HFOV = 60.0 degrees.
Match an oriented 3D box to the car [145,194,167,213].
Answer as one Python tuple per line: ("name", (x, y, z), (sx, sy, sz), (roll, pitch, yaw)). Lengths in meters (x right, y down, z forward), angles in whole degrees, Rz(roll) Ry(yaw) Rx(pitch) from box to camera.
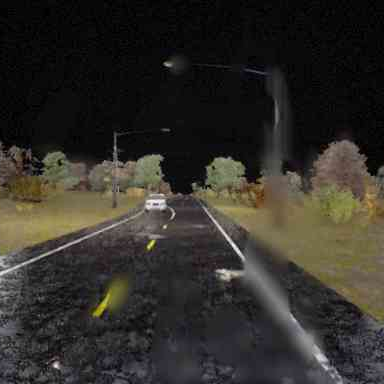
("car", (-3.990, 1.238, 37.319), (2.150, 2.045, 5.566), (0, 0, -4))
